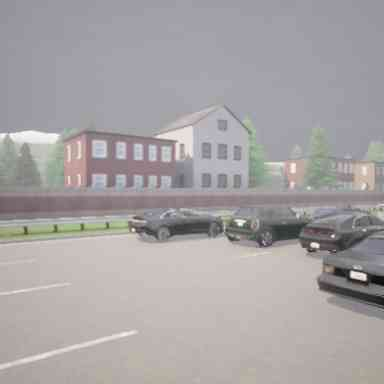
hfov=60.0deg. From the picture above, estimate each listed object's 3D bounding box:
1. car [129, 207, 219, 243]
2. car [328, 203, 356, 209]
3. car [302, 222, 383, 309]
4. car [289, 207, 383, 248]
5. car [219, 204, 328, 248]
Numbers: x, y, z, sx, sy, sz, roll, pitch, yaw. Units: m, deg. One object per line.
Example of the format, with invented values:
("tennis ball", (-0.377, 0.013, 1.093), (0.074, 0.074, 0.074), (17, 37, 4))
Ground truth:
("car", (-0.625, 1.493, 16.265), (4.902, 1.511, 2.128), (0, 0, -35))
("car", (11.140, 1.552, 24.668), (5.357, 1.411, 2.033), (0, 0, -35))
("car", (5.041, 1.549, 7.414), (5.357, 1.411, 2.033), (0, 0, -35))
("car", (6.051, 1.508, 12.401), (4.892, 1.490, 1.837), (0, 0, -35))
("car", (3.744, 1.353, 15.059), (4.553, 1.767, 2.097), (0, 0, -35))
